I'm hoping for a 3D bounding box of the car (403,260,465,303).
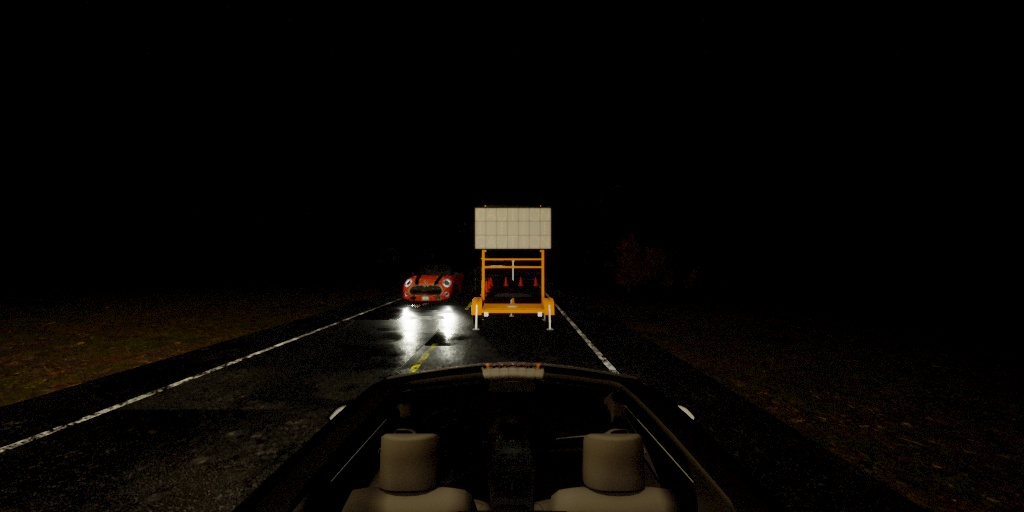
[{"bbox_3d":[-3.446,1.104,16.552,2.097,1.767,4.553,0,0,0],"label":"car"}]

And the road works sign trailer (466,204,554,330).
[{"bbox_3d":[0.034,0.215,11.107,2.380,3.560,2.880,0,0,0],"label":"road works sign trailer"}]
